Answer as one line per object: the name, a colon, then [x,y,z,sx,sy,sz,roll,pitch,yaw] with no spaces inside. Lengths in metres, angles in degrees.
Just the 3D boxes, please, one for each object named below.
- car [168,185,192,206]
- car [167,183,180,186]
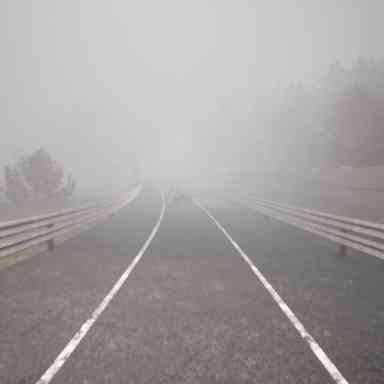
car: [-1.040,0.449,33.058,2.128,1.511,4.902,0,4,-5]
car: [-2.360,-0.533,46.067,2.128,1.511,4.902,0,5,-7]
